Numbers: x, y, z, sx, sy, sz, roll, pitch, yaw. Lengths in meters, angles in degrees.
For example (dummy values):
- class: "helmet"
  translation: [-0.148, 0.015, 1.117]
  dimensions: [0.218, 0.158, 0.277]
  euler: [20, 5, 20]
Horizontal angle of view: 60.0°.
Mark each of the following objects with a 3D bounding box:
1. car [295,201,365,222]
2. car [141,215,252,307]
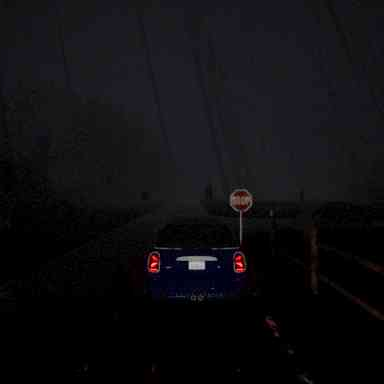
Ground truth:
- class: "car"
  translation: [10.377, 1.434, 25.188]
  dimensions: [5.008, 1.535, 1.882]
  euler: [0, 0, -4]
- class: "car"
  translation: [0.083, 1.352, 8.161]
  dimensions: [2.097, 1.767, 4.553]
  euler: [0, 0, 0]
